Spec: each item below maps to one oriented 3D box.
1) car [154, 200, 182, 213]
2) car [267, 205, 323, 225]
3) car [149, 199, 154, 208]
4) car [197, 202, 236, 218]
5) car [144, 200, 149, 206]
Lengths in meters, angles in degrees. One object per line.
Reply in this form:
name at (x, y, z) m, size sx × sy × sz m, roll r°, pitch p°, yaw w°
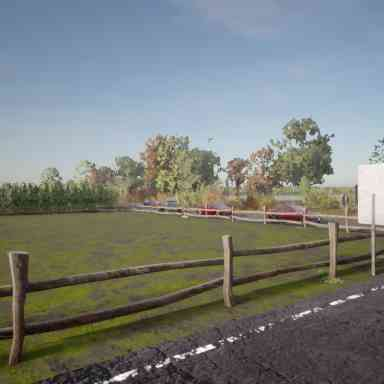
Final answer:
car at (-2.947, 2.067, 43.527) m, size 1.994 × 1.385 × 4.181 m, roll -1°, pitch 0°, yaw -28°
car at (8.107, 1.756, 26.634) m, size 1.812 × 1.442 × 4.674 m, roll -1°, pitch 0°, yaw -35°
car at (-5.744, 2.175, 57.614) m, size 1.812 × 1.442 × 4.674 m, roll 0°, pitch -1°, yaw -17°
car at (2.483, 1.845, 34.803) m, size 1.882 × 1.535 × 5.008 m, roll -1°, pitch -1°, yaw -34°
car at (-8.643, 2.255, 67.409) m, size 2.128 × 1.511 × 4.902 m, roll 0°, pitch 0°, yaw -19°
